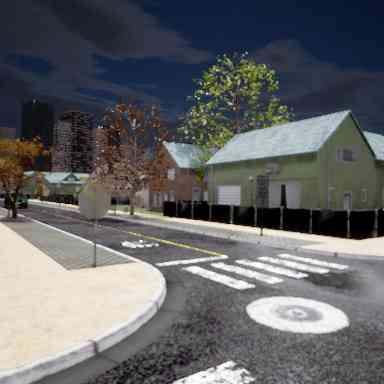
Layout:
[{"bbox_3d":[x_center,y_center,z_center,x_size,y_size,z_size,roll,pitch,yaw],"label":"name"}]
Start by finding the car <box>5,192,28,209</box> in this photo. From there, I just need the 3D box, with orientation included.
[{"bbox_3d":[-23.058,1.078,43.651,2.150,2.045,5.566,1,-1,-35],"label":"car"}]
